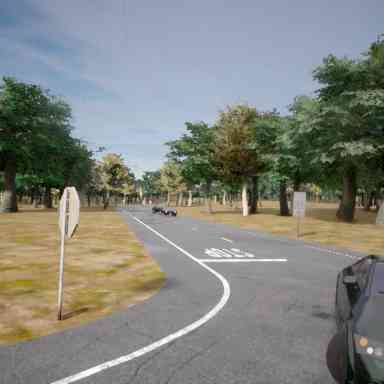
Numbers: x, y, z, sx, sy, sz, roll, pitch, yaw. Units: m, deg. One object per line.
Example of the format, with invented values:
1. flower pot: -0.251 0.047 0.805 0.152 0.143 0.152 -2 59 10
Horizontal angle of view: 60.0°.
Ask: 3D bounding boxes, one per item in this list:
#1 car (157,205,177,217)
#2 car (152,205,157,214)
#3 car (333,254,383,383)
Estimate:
1. car: -3.465 2.850 48.046 1.895 1.301 4.718 3 -2 -13
2. car: -5.720 2.961 56.893 1.882 1.535 5.008 3 -2 -14
3. car: 3.120 1.643 4.642 1.994 1.385 4.181 1 -1 22
